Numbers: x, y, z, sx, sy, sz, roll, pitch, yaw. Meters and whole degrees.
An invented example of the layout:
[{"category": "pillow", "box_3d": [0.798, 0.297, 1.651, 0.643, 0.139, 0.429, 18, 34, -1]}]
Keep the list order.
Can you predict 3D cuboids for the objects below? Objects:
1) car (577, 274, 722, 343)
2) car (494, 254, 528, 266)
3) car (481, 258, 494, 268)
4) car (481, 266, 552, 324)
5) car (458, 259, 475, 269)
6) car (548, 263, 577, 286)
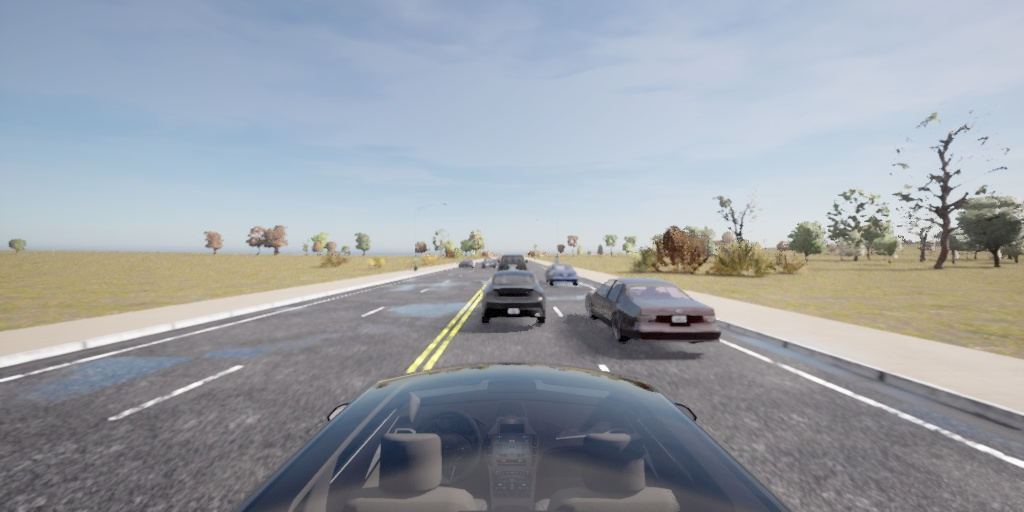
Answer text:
[{"category": "car", "box_3d": [3.294, 1.269, 9.533, 2.033, 1.411, 5.357, 0, 0, 1]}, {"category": "car", "box_3d": [0.062, 0.879, 27.127, 2.150, 2.045, 5.566, 0, 1, 0]}, {"category": "car", "box_3d": [-3.335, 1.053, 51.415, 2.128, 1.511, 4.902, 0, 0, 0]}, {"category": "car", "box_3d": [0.060, 1.216, 11.759, 1.837, 1.490, 4.892, 0, -1, 0]}, {"category": "car", "box_3d": [-6.578, 1.122, 52.411, 1.994, 1.385, 4.181, 0, 0, 0]}, {"category": "car", "box_3d": [3.292, 1.212, 24.524, 2.033, 1.411, 5.357, 0, 0, 1]}]
